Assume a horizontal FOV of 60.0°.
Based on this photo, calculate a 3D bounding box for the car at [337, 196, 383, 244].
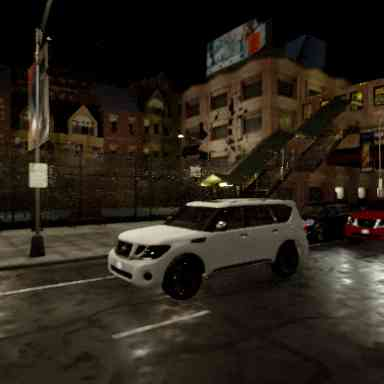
[{"bbox_3d":[9.096,1.203,14.702,5.566,2.045,2.150,0,0,-35],"label":"car"}]

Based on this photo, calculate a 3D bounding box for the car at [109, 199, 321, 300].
[{"bbox_3d":[0.702,1.215,8.738,5.566,2.045,2.150,0,0,-35],"label":"car"}]

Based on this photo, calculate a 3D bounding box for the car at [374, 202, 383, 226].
[{"bbox_3d":[15.017,1.451,22.572,4.892,1.521,2.231,0,0,-26],"label":"car"}]

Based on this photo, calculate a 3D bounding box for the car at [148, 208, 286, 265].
[{"bbox_3d":[1.074,1.471,12.498,5.008,1.535,2.097,0,0,-36],"label":"car"}]

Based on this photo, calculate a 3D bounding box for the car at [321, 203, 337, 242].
[{"bbox_3d":[6.224,1.338,16.343,4.553,1.767,2.185,0,0,-36],"label":"car"}]
